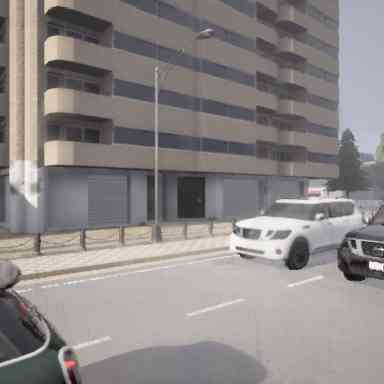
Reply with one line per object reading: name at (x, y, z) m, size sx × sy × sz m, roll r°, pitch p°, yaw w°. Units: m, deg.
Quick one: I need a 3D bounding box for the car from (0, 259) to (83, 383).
car at (-2.948, 1.350, 1.722) m, size 4.553 × 1.767 × 2.097 m, roll 0°, pitch 0°, yaw -38°

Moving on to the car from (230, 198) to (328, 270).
car at (3.823, 1.223, 11.465) m, size 5.566 × 2.045 × 2.150 m, roll 0°, pitch 0°, yaw -38°

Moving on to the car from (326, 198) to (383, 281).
car at (6.116, 1.219, 8.813) m, size 5.566 × 2.045 × 2.150 m, roll 0°, pitch 0°, yaw -38°
